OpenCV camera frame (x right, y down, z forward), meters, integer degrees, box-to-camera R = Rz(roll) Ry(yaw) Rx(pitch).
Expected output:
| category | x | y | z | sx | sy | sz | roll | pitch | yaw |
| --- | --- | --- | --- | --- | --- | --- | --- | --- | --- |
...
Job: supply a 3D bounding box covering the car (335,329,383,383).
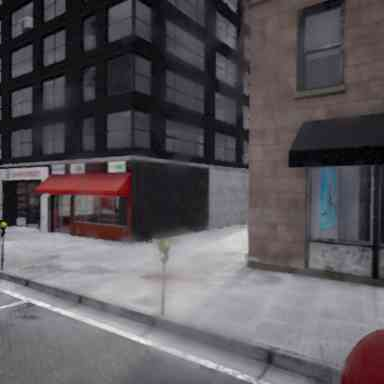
| category | x | y | z | sx | sy | sz | roll | pitch | yaw |
| --- | --- | --- | --- | --- | --- | --- | --- | --- | --- |
| car | 2.998 | 1.320 | 0.928 | 5.009 | 1.841 | 2.192 | 0 | 1 | 36 |
